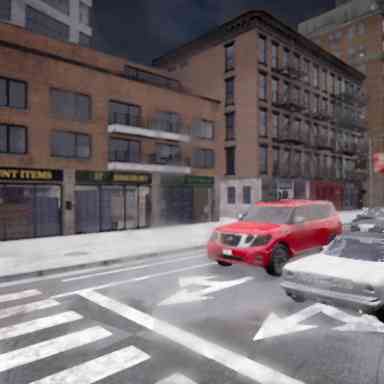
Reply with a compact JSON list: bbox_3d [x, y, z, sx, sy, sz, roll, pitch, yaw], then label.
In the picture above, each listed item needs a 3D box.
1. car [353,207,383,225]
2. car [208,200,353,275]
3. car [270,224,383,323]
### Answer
[{"bbox_3d":[10.139,1.568,17.696,4.902,1.511,2.128,0,-1,-43],"label":"car"},{"bbox_3d":[2.993,1.300,11.028,5.566,2.045,2.150,0,-1,-43],"label":"car"},{"bbox_3d":[3.942,1.638,7.436,4.718,1.301,1.895,0,-1,-44],"label":"car"}]
